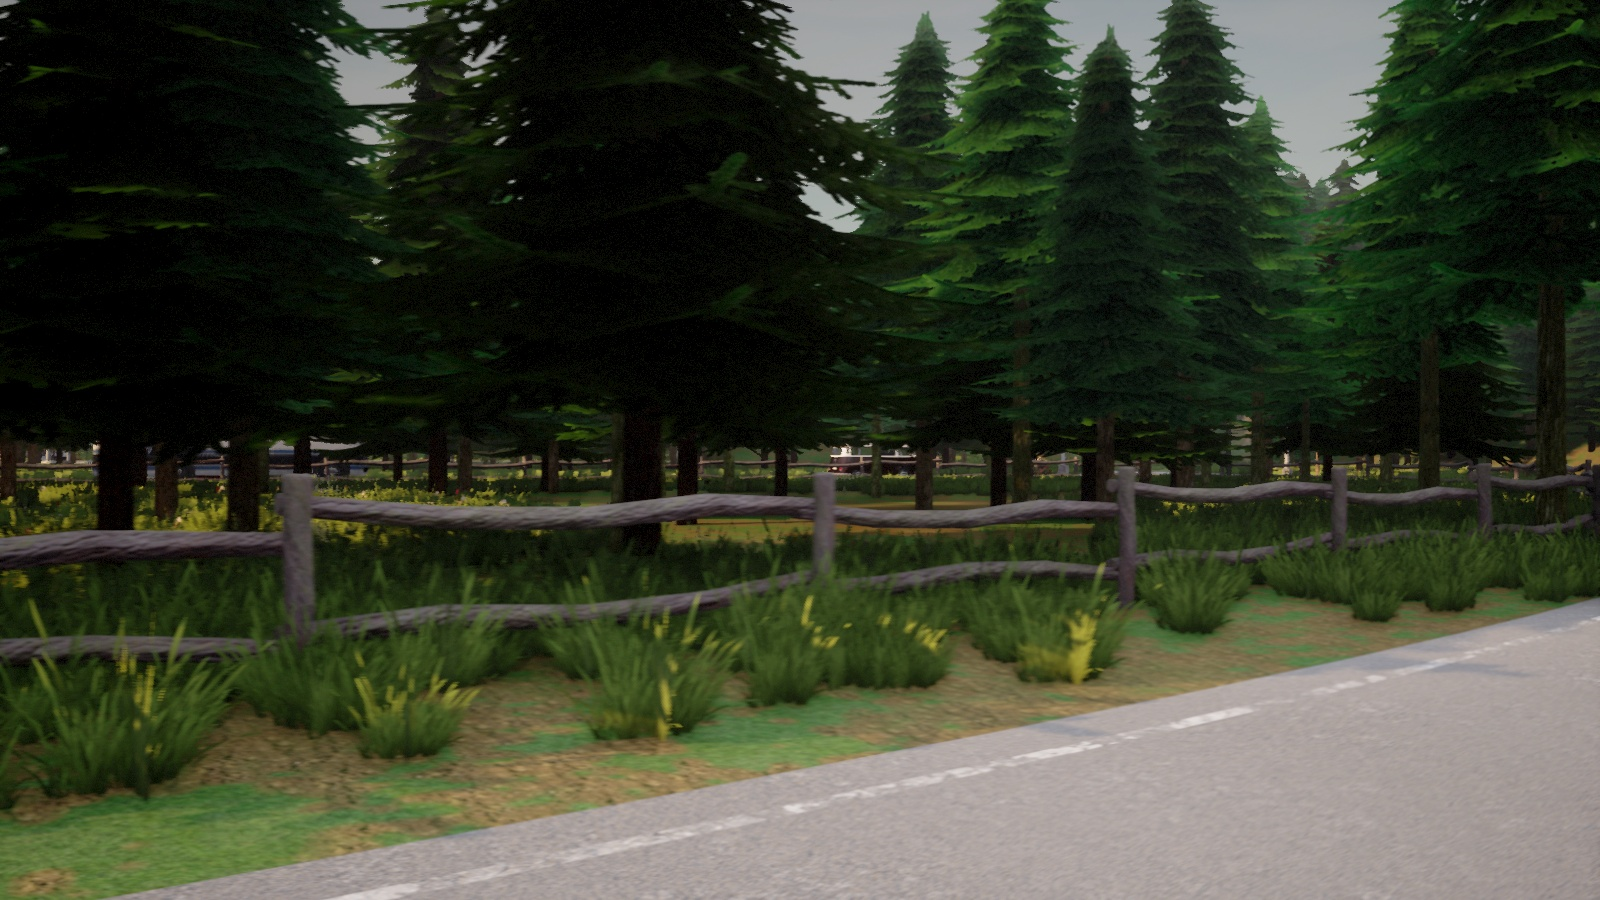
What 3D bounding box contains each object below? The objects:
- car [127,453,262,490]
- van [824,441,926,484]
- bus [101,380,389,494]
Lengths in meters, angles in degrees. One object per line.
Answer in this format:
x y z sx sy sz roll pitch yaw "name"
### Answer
-25.504 0.883 53.103 5.008 1.535 1.882 0 0 -21 "car"
3.666 0.593 61.310 4.480 2.038 2.069 0 0 -22 "van"
-22.099 -0.484 50.668 10.273 4.253 3.944 0 0 -22 "bus"
